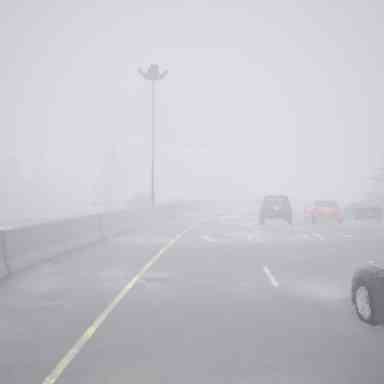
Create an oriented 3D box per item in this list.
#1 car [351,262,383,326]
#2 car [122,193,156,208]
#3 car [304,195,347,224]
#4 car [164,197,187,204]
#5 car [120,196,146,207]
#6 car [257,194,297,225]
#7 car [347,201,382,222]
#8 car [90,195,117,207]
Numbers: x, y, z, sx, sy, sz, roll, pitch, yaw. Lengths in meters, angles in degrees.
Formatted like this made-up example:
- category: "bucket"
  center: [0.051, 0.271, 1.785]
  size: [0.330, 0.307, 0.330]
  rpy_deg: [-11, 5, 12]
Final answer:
- category: "car"
  center: [3.779, 1.510, 4.190]
  size: [1.837, 1.490, 4.892]
  rpy_deg: [0, 0, 2]
- category: "car"
  center: [-6.862, 1.132, 45.523]
  size: [2.150, 2.045, 5.566]
  rpy_deg: [0, 0, 18]
- category: "car"
  center: [9.746, 1.343, 24.997]
  size: [2.097, 1.767, 4.553]
  rpy_deg: [0, 0, 11]
- category: "car"
  center: [-2.245, 1.468, 48.393]
  size: [2.033, 1.411, 5.357]
  rpy_deg: [0, 0, 19]
- category: "car"
  center: [-8.844, 1.422, 50.623]
  size: [1.812, 1.442, 4.674]
  rpy_deg: [0, 0, 20]
- category: "car"
  center: [6.018, 1.203, 24.317]
  size: [2.150, 2.045, 5.566]
  rpy_deg: [0, 0, 11]
- category: "car"
  center: [13.709, 1.478, 26.942]
  size: [1.882, 1.535, 5.008]
  rpy_deg: [0, 0, 12]
- category: "car"
  center: [-13.031, 1.239, 49.090]
  size: [2.097, 1.767, 4.553]
  rpy_deg: [0, 0, 18]
